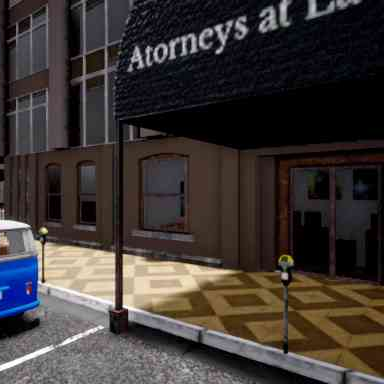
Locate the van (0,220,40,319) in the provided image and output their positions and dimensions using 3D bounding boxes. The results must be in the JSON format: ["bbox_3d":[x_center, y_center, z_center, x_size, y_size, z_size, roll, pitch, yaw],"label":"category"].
[{"bbox_3d":[-4.484,1.341,6.066,3.998,1.788,1.690,0,0,35],"label":"van"}]
